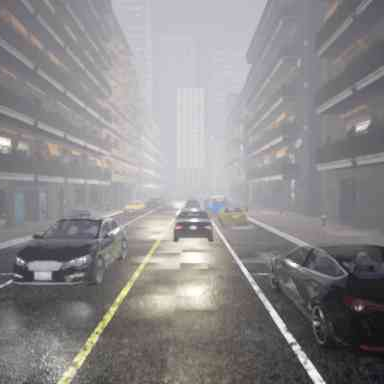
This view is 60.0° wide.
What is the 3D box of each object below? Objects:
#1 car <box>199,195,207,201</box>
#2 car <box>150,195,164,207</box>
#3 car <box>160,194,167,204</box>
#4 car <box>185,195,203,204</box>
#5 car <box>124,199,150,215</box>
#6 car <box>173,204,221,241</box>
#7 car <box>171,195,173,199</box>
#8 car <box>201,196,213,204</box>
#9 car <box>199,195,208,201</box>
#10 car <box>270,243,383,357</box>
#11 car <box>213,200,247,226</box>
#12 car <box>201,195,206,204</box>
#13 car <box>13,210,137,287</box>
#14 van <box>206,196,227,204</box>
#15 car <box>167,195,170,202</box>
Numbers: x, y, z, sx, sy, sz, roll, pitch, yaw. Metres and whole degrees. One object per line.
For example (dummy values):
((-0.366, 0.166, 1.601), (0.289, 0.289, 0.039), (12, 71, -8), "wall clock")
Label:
((2.656, 1.409, 83.524), (1.752, 1.417, 4.829), (-1, 0, 0), "car")
((-5.714, 1.489, 50.223), (1.947, 1.339, 4.313), (0, 0, 0), "car")
((-5.716, 1.460, 55.747), (1.887, 1.381, 4.507), (0, 0, 0), "car")
((0.086, 1.493, 45.947), (1.994, 1.385, 4.181), (0, 0, 0), "car")
((-5.709, 1.471, 33.483), (1.752, 1.417, 4.829), (0, 0, 0), "car")
((0.067, 1.519, 16.326), (2.033, 1.411, 5.357), (0, 0, 0), "car")
((-5.723, 1.336, 72.317), (1.967, 1.590, 4.097), (-1, 0, 0), "car")
((2.663, 1.460, 61.260), (2.008, 1.369, 4.403), (-1, 0, 0), "car")
((2.658, 1.441, 77.830), (2.008, 1.369, 4.403), (-1, 0, 0), "car")
((2.682, 1.555, 6.026), (1.947, 1.339, 4.313), (0, 0, 0), "car")
((2.676, 1.487, 22.766), (1.752, 1.417, 4.829), (0, 0, 0), "car")
((2.665, 1.466, 55.736), (2.008, 1.369, 4.403), (-1, 0, 0), "car")
((-3.095, 1.475, 9.369), (2.128, 1.511, 4.902), (0, 0, 0), "car")
((2.670, 1.287, 33.643), (1.690, 1.788, 3.998), (-1, 0, 0), "van")
((-5.718, 1.453, 61.271), (1.887, 1.381, 4.507), (0, 0, 0), "car")
